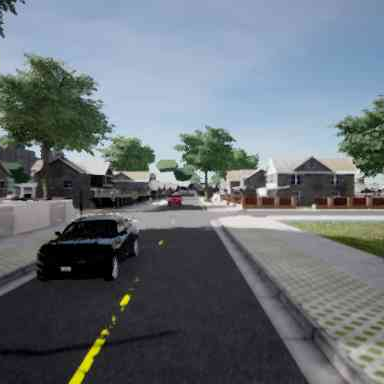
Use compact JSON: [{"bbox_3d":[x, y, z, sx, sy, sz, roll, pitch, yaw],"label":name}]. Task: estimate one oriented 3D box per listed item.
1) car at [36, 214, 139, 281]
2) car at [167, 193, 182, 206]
[{"bbox_3d":[-2.849,1.473,10.041,1.882,1.535,5.008,0,0,0],"label":"car"},{"bbox_3d":[-2.770,1.287,54.587,2.150,2.045,5.566,0,2,0],"label":"car"}]
